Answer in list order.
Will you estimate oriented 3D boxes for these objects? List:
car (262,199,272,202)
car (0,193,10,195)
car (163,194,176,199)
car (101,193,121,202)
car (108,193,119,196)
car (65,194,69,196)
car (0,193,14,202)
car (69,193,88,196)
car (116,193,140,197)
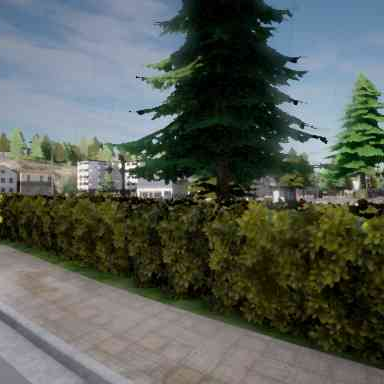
[{"bbox_3d":[9.908,1.478,44.353,5.008,1.535,1.882,0,0,-45],"label":"car"},{"bbox_3d":[-23.122,1.330,40.952,5.027,1.636,2.152,0,0,-45],"label":"car"},{"bbox_3d":[-2.229,1.221,37.447,5.566,2.045,2.150,0,0,-45],"label":"car"},{"bbox_3d":[-17.533,1.077,72.131,3.866,1.878,1.905,0,0,-45],"label":"car"},{"bbox_3d":[-15.205,1.097,70.344,4.605,1.855,1.932,0,0,-45],"label":"car"},{"bbox_3d":[-31.208,1.232,85.629,3.806,1.475,1.970,0,0,-45],"label":"car"},{"bbox_3d":[-41.101,1.097,71.348,4.605,1.855,1.932,0,0,-45],"label":"car"},{"bbox_3d":[-26.486,1.154,81.271,5.027,1.636,2.152,0,0,-45],"label":"car"},{"bbox_3d":[-9.685,1.384,53.909,3.806,1.475,1.970,0,0,-45],"label":"car"}]
